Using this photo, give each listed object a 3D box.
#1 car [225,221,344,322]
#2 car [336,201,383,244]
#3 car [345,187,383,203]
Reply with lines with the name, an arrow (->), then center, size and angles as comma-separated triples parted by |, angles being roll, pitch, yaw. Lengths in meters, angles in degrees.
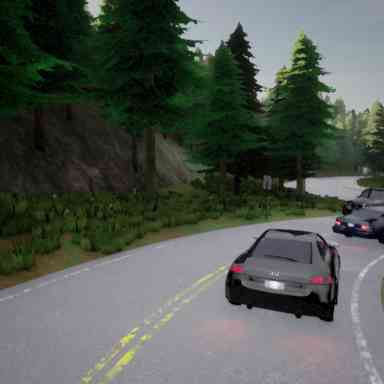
car -> 2.226, 1.530, 7.475 | 1.994, 1.385, 4.181 | 2, 2, 24
car -> 8.623, 1.370, 14.991 | 5.357, 1.411, 2.033 | -1, 5, -33
car -> 11.904, 0.758, 20.877 | 5.566, 2.045, 2.150 | -2, 5, -31
